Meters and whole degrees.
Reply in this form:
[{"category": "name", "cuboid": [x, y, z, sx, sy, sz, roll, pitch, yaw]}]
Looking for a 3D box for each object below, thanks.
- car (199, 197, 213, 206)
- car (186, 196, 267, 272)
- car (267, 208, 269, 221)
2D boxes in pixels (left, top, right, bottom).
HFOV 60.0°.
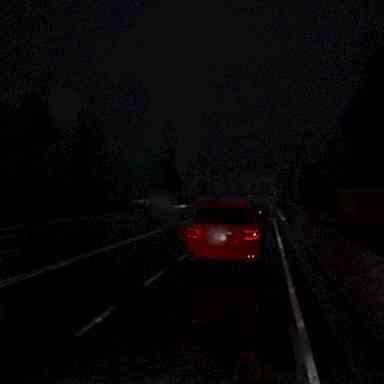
[{"category": "car", "cuboid": [2.798, 1.838, 65.152, 1.882, 1.535, 5.008, 0, 0, 13]}, {"category": "car", "cuboid": [1.355, 1.289, 11.348, 2.150, 2.045, 5.566, 0, 0, 13]}, {"category": "car", "cuboid": [5.061, 1.659, 26.840, 1.837, 1.490, 4.892, 0, 0, 17]}]
